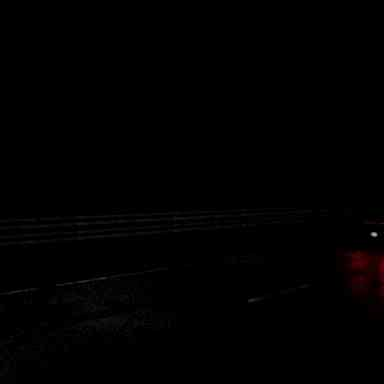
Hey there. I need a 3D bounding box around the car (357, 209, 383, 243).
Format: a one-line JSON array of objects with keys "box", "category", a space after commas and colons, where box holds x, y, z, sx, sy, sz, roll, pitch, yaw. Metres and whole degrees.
[{"box": [9.213, 1.467, 14.630, 4.902, 1.511, 2.128, 0, 0, -36], "category": "car"}]
